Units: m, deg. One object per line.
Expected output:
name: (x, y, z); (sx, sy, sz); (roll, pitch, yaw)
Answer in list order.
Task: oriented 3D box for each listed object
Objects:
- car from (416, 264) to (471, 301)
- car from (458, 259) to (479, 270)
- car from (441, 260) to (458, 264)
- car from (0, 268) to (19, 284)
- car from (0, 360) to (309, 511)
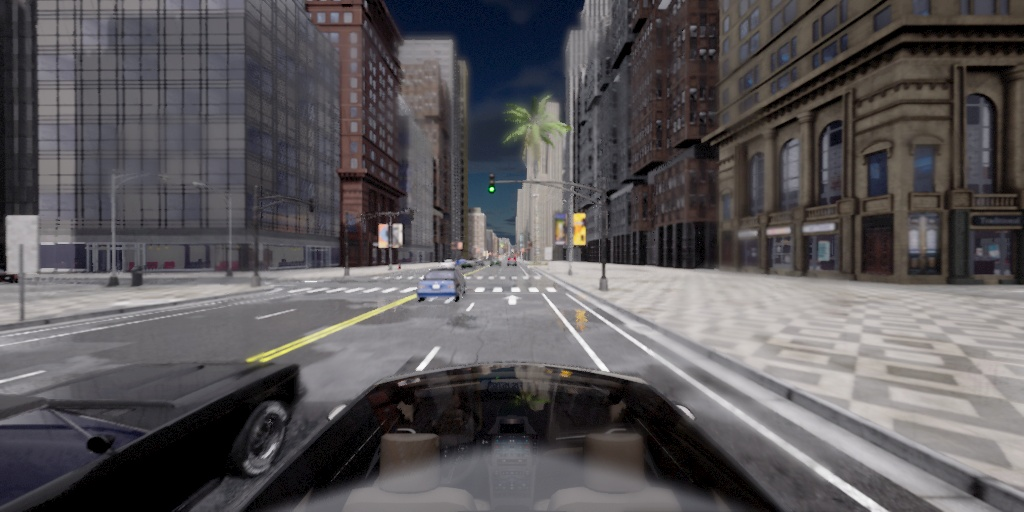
car: (-3.270, 1.303, 17.234); (2.033, 1.411, 5.357); (0, 0, -4)
car: (-6.541, 1.393, 54.357); (1.895, 1.301, 4.718); (0, 0, 1)
car: (-9.791, 1.319, 54.721); (1.812, 1.442, 4.674); (0, 0, 1)
car: (-38.307, 1.409, 25.839); (4.181, 1.385, 1.994); (0, 0, 1)
car: (-3.149, 1.351, 1.767); (1.895, 1.301, 4.718); (0, 0, 0)
